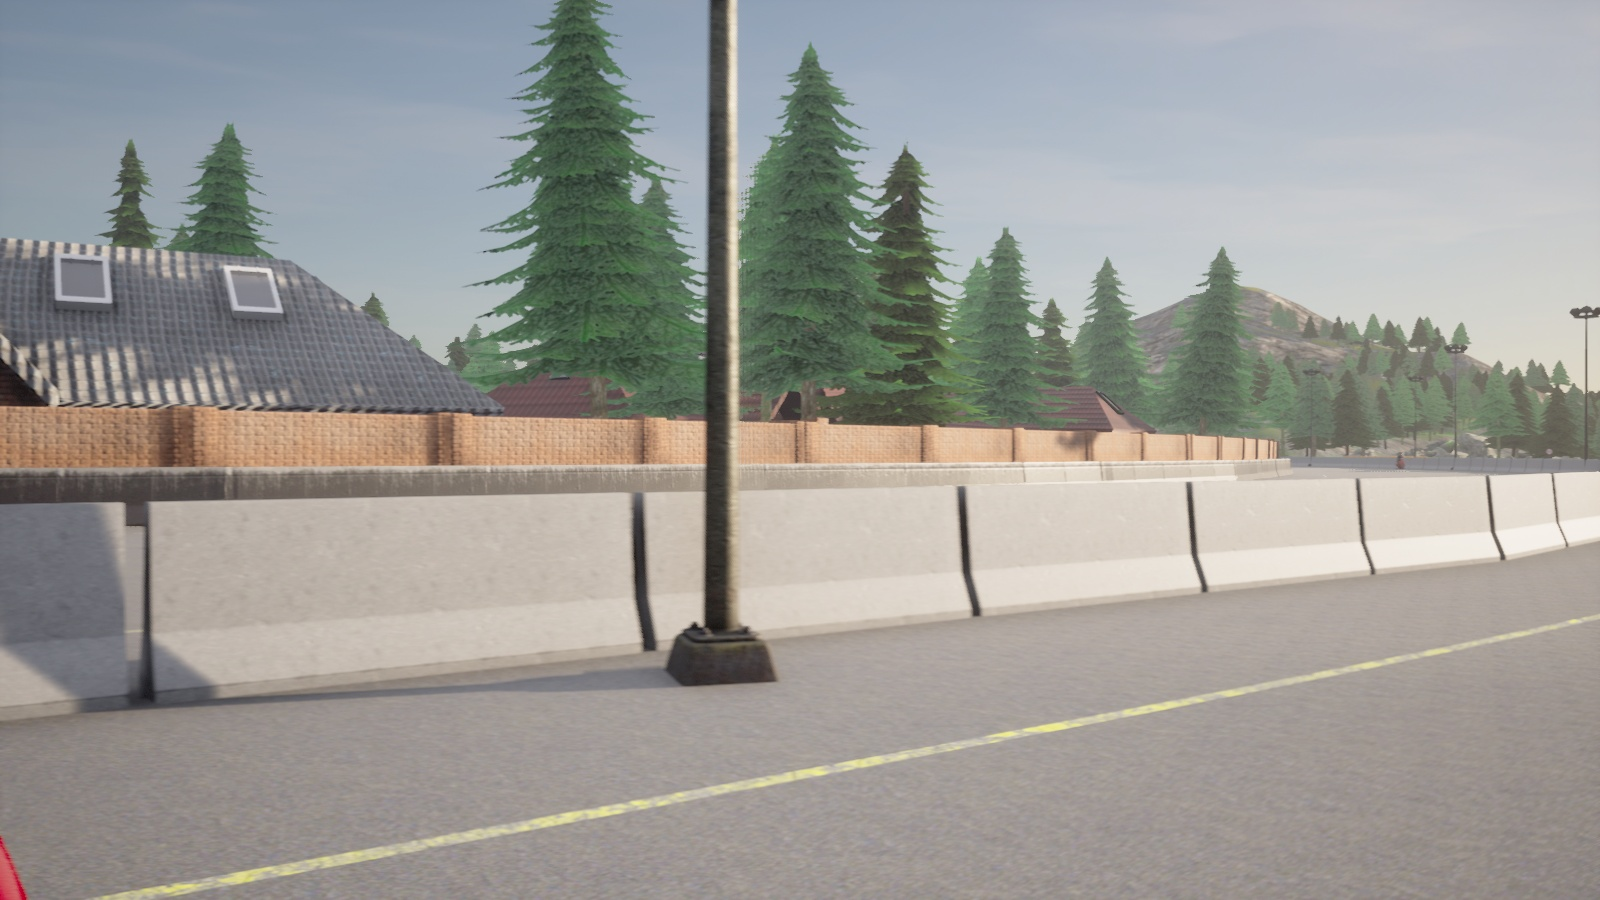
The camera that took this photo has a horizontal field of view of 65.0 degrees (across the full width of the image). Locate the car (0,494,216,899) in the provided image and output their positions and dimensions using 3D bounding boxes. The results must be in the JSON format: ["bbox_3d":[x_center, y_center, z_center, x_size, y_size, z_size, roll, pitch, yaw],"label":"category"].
[{"bbox_3d":[-2.294,0.810,2.046,2.207,1.376,1.481,0,0,-35],"label":"car"}]
